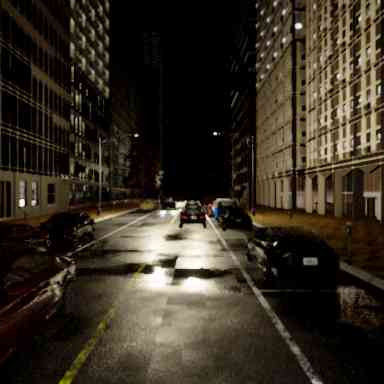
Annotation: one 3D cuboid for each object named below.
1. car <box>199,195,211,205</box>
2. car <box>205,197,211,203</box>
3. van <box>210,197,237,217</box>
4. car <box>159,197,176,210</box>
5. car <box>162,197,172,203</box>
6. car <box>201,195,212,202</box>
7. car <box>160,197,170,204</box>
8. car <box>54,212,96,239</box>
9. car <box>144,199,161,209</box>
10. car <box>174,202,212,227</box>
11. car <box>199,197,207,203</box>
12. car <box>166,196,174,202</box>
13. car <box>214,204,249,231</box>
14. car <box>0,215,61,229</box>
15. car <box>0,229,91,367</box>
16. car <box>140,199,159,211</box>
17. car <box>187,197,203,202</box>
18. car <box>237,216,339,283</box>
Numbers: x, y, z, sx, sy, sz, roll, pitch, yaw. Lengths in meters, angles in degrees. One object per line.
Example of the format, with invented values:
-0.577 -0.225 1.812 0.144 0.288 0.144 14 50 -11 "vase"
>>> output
2.561 1.559 66.520 2.192 1.841 5.009 0 0 0 "car"
2.628 1.571 32.366 1.967 1.590 4.097 0 0 0 "car"
2.640 1.451 26.675 1.690 1.788 3.998 0 0 0 "van"
-3.181 1.779 46.017 1.895 1.301 4.718 0 0 0 "car"
-5.844 1.841 77.899 1.947 1.339 4.313 0 0 0 "car"
2.584 1.523 55.135 2.192 1.841 5.009 0 0 0 "car"
-5.832 1.810 72.206 2.008 1.369 4.403 0 0 0 "car"
-5.719 1.631 15.280 1.947 1.339 4.313 0 0 0 "car"
-5.787 1.740 49.437 2.008 1.369 4.403 0 0 0 "car"
0.054 1.645 23.406 2.033 1.411 5.357 0 0 0 "car"
2.537 1.802 78.072 1.752 1.417 4.829 0 0 0 "car"
-5.866 1.888 89.281 1.802 1.307 4.206 0 0 0 "car"
2.651 1.654 20.981 1.947 1.339 4.313 0 0 0 "car"
-5.707 1.586 9.588 1.887 1.381 4.507 0 0 0 "car"
-3.110 1.546 4.755 1.812 1.442 4.674 0 0 0 "car"
-5.775 1.695 43.573 1.752 1.417 4.829 0 0 0 "car"
0.016 1.710 41.502 2.033 1.411 5.357 0 0 0 "car"
2.673 1.608 9.596 1.947 1.339 4.313 0 0 0 "car"
